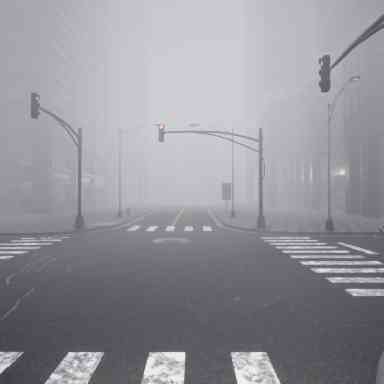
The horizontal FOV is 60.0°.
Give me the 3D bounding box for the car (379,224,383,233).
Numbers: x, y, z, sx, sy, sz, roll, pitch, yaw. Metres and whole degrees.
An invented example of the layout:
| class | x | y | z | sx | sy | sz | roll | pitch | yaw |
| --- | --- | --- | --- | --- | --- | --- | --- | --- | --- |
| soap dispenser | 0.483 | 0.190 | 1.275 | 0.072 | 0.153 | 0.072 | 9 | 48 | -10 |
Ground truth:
| class | x | y | z | sx | sy | sz | roll | pitch | yaw |
| --- | --- | --- | --- | --- | --- | --- | --- | --- | --- |
| car | 11.760 | 1.564 | 16.189 | 4.829 | 1.417 | 1.752 | 0 | -1 | 0 |
